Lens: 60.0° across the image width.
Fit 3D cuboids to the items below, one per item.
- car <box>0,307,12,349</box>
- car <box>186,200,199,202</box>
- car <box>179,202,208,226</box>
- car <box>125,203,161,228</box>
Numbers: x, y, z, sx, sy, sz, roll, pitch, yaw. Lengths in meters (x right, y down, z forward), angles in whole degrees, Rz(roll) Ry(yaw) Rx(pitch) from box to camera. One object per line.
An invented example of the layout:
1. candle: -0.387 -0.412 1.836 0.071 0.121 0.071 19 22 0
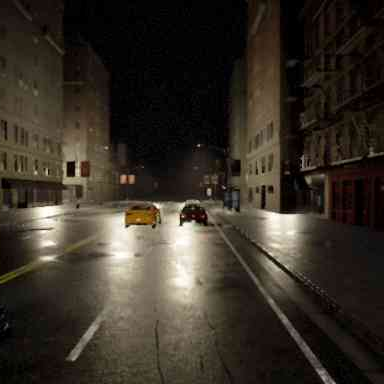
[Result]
1. car: -3.151 1.601 1.963 1.895 1.301 4.718 0 0 0
2. car: 0.084 1.614 40.576 1.895 1.301 4.718 0 0 0
3. car: 0.091 1.604 23.505 1.895 1.301 4.718 0 0 0
4. car: -3.159 1.480 22.072 1.882 1.535 5.008 0 0 0
